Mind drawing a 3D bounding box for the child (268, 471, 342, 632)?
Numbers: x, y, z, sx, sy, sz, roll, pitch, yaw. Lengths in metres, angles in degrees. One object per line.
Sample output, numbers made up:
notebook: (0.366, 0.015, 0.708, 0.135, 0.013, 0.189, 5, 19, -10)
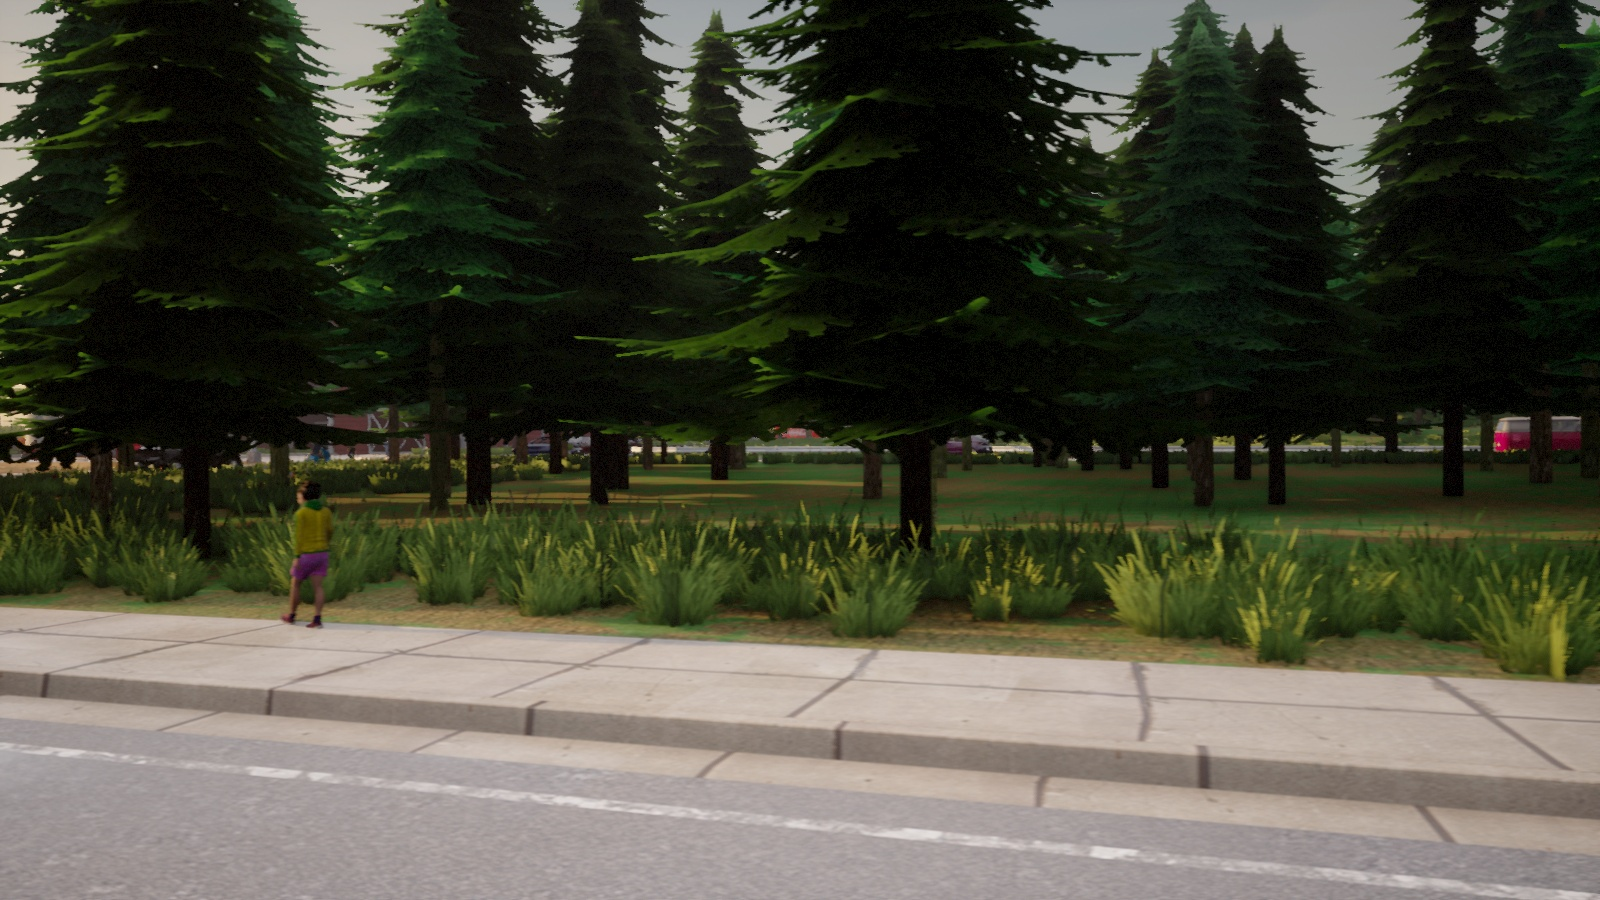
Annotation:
child: (-3.702, 0.741, 9.388, 0.473, 1.160, 0.299, 1, 1, 35)

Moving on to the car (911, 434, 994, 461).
car: (8.408, -0.161, 69.261, 4.193, 1.474, 1.816, 0, 1, 33)

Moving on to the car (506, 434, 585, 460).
car: (-15.031, -0.192, 74.197, 4.193, 1.474, 1.816, 0, 1, 16)

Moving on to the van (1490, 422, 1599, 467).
van: (33.272, -0.255, 55.660, 4.442, 1.987, 1.775, 0, 1, 19)

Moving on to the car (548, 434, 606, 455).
car: (-15.851, -0.411, 89.531, 2.163, 1.488, 4.792, 0, 1, 17)

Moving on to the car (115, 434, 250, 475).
car: (-24.538, 0.142, 50.141, 1.882, 1.535, 5.008, 0, 1, 17)

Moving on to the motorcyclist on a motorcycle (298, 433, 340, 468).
motorcyclist on a motorcycle: (-22.132, 0.005, 57.811, 0.866, 1.590, 1.817, 0, 1, 17)
